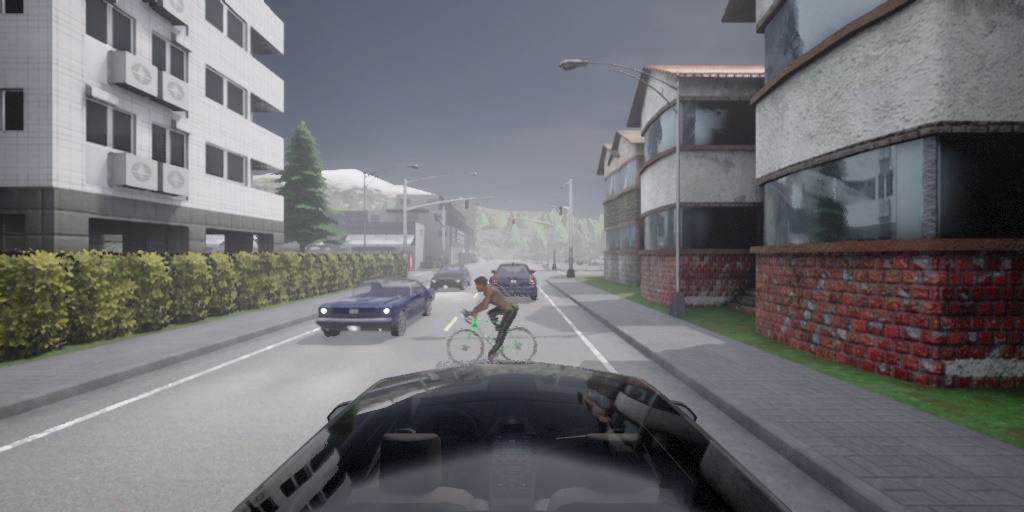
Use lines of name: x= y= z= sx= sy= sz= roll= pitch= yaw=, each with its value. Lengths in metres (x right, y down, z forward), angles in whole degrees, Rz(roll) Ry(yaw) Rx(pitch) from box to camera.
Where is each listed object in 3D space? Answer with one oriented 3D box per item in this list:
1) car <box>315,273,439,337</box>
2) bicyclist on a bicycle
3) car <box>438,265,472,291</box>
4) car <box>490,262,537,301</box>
car: x=-3.616 y=1.341 z=10.398 sx=1.895 sy=1.301 sz=4.718 roll=0 pitch=0 yaw=0
bicyclist on a bicycle: x=-0.384 y=1.193 z=6.535 sx=1.656 sy=1.620 sz=0.582 roll=-2 pitch=0 yaw=0
car: x=-3.589 y=1.274 z=22.084 sx=2.033 sy=1.411 sz=5.357 roll=0 pitch=0 yaw=0
car: x=0.052 y=1.087 z=17.325 sx=2.097 sy=1.767 sz=4.553 roll=0 pitch=0 yaw=0
